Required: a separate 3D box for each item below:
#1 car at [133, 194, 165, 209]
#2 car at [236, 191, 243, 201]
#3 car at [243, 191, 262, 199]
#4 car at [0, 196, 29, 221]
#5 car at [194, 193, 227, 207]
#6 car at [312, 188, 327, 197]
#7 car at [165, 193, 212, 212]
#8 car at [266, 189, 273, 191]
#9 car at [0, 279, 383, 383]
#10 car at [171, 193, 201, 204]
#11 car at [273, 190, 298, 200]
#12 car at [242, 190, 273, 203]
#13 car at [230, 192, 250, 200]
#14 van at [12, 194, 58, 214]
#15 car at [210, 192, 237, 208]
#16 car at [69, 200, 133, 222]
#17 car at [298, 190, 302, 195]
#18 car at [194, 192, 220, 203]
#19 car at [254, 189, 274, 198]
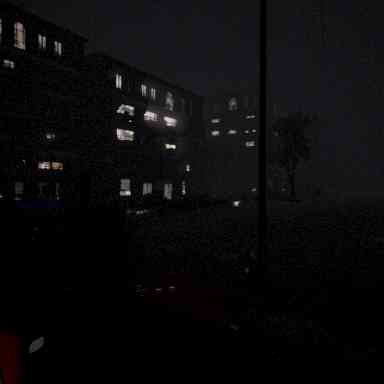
[{"bbox_3d":[-4.838,1.011,36.517,1.882,1.535,5.008,1,1,35],"label":"car"},{"bbox_3d":[7.525,0.677,54.108,1.882,1.535,5.008,1,1,35],"label":"car"},{"bbox_3d":[11.822,0.526,64.956,1.752,1.417,4.829,2,2,35],"label":"car"},{"bbox_3d":[-14.259,1.291,22.673,2.128,1.511,4.902,0,1,32],"label":"car"},{"bbox_3d":[2.351,0.939,41.244,1.837,1.490,4.892,1,1,35],"label":"car"},{"bbox_3d":[29.070,0.009,75.595,2.150,2.045,5.566,1,1,35],"label":"car"},{"bbox_3d":[-0.300,1.132,32.887,1.887,1.381,4.507,2,2,35],"label":"car"},{"bbox_3d":[15.572,0.429,60.240,2.097,1.767,4.553,1,2,35],"label":"car"},{"bbox_3d":[-0.316,1.544,3.096,4.507,1.381,1.887,0,0,36],"label":"car"},{"bbox_3d":[-0.811,0.910,46.817,1.947,1.339,4.313,2,2,35],"label":"car"},{"bbox_3d":[15.711,0.675,55.877,1.752,1.417,4.829,2,2,35],"label":"car"},{"bbox_3d":[9.248,0.876,46.598,2.008,1.369,4.403,2,2,35],"label":"car"},{"bbox_3d":[8.737,0.650,60.527,1.947,1.339,4.313,2,2,35],"label":"car"},{"bbox_3d":[-13.538,1.035,28.531,1.690,1.788,3.998,2,2,35],"label":"van"},{"bbox_3d":[2.883,1.051,37.457,2.008,1.369,4.403,2,2,35],"label":"car"},{"bbox_3d":[-6.664,1.329,23.749,1.947,1.339,4.313,2,2,35],"label":"car"},{"bbox_3d":[27.831,0.114,87.947,1.887,1.381,4.507,2,2,35],"label":"car"},{"bbox_3d":[2.372,0.808,51.387,2.008,1.369,4.403,2,2,35],"label":"car"},{"bbox_3d":[15.105,0.227,69.661,2.192,1.841,5.009,2,2,35],"label":"car"}]
